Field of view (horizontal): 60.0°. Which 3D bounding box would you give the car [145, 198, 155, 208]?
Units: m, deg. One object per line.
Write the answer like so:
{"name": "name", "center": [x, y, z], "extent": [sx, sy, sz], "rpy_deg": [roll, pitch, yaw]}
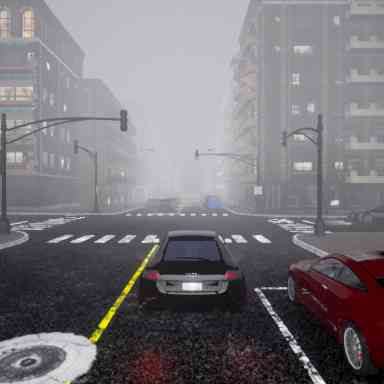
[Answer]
{"name": "car", "center": [-5.826, 1.631, 48.727], "extent": [1.802, 1.307, 4.206], "rpy_deg": [-1, 0, 0]}

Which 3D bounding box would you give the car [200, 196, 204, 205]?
{"name": "car", "center": [2.737, 1.364, 48.675], "extent": [2.192, 1.841, 5.009], "rpy_deg": [-1, 0, 0]}

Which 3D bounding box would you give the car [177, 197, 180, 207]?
{"name": "car", "center": [-3.078, 1.529, 49.982], "extent": [1.882, 1.535, 5.008], "rpy_deg": [0, 0, 0]}

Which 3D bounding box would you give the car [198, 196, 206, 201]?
{"name": "car", "center": [2.784, 1.762, 92.845], "extent": [1.947, 1.339, 4.313], "rpy_deg": [-1, 0, 0]}

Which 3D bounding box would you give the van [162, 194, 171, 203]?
{"name": "van", "center": [-5.820, 1.473, 76.342], "extent": [1.690, 1.788, 3.998], "rpy_deg": [-1, 0, 0]}

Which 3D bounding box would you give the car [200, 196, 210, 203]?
{"name": "car", "center": [2.705, 1.657, 70.757], "extent": [1.887, 1.381, 4.507], "rpy_deg": [-1, 0, 0]}

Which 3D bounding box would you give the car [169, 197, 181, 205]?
{"name": "car", "center": [-3.058, 1.603, 59.822], "extent": [1.812, 1.442, 4.674], "rpy_deg": [0, 0, 0]}

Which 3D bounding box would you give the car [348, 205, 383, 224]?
{"name": "car", "center": [14.615, 1.726, 26.194], "extent": [4.181, 1.385, 1.994], "rpy_deg": [1, 0, 0]}

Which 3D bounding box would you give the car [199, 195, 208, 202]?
{"name": "car", "center": [2.756, 1.592, 81.800], "extent": [1.967, 1.590, 4.097], "rpy_deg": [-1, 0, 0]}

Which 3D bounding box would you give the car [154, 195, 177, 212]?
{"name": "car", "center": [-3.059, 1.510, 39.705], "extent": [1.882, 1.535, 5.008], "rpy_deg": [0, 0, -1]}

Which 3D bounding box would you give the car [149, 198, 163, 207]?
{"name": "car", "center": [-5.824, 1.628, 54.249], "extent": [1.947, 1.339, 4.313], "rpy_deg": [-1, 0, 0]}

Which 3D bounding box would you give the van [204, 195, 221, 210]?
{"name": "van", "center": [2.825, 1.379, 43.178], "extent": [1.690, 1.788, 3.998], "rpy_deg": [-1, 0, 0]}

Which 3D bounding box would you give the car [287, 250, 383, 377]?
{"name": "car", "center": [2.794, 1.581, 5.276], "extent": [1.802, 1.307, 4.206], "rpy_deg": [0, 0, 0]}

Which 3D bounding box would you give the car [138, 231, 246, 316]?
{"name": "car", "center": [0.004, 1.564, 7.622], "extent": [1.994, 1.385, 4.181], "rpy_deg": [0, 0, 0]}
